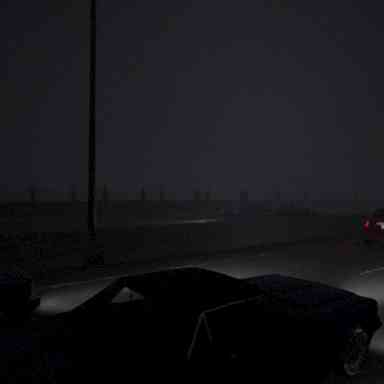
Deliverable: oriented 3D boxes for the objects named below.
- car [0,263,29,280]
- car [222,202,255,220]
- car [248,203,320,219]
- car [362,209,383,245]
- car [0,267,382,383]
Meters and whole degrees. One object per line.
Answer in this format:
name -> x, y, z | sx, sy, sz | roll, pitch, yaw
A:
car -> -4.765, 1.592, 4.647 | 4.718, 1.301, 1.895 | 1, 0, -35
car -> 4.867, 1.649, 28.946 | 5.008, 1.535, 1.882 | 1, 0, -35
car -> 6.247, 1.634, 21.335 | 4.902, 1.511, 2.128 | 1, 0, -35
car -> 9.709, 1.487, 14.965 | 4.553, 1.767, 2.097 | 1, 0, -35
car -> 0.246, 1.619, 3.919 | 4.718, 1.301, 1.895 | 1, 0, -35
